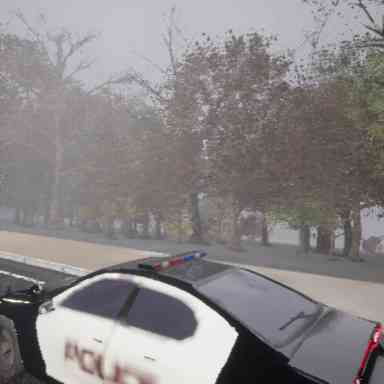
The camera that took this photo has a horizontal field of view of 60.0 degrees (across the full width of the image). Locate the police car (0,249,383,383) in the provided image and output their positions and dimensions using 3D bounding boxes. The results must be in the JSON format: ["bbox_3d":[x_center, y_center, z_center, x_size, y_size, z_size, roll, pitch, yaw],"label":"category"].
[{"bbox_3d":[-0.504,1.505,3.920,4.974,1.542,2.038,0,0,35],"label":"police car"}]
